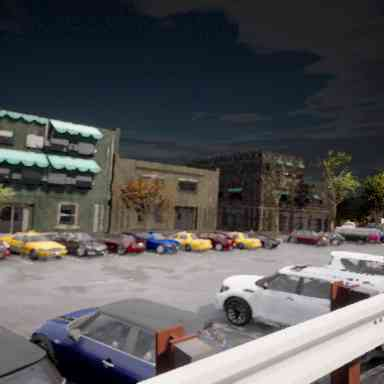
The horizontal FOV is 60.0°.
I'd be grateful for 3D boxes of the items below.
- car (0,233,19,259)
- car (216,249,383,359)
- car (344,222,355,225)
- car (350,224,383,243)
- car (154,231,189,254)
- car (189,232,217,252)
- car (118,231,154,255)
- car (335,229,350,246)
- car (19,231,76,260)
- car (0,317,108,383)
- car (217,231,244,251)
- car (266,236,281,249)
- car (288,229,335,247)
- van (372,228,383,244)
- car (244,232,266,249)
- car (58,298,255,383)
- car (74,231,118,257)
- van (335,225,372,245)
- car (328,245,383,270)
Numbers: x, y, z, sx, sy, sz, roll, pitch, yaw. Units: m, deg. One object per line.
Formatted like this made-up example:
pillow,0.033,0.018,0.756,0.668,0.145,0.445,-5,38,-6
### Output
car,-12.737,2.960,19.678,4.553,1.767,2.185,1,-4,34
car,3.500,3.390,10.473,5.566,2.045,2.435,3,-2,34
car,34.457,7.721,72.932,2.435,2.045,5.566,2,-2,36
car,25.647,6.167,47.244,5.566,2.045,2.435,1,-4,34
car,-3.141,3.919,26.542,5.008,1.535,2.097,1,-4,35
car,-0.898,4.122,28.370,5.366,1.575,1.946,1,-3,34
car,-5.560,3.740,24.834,4.792,1.488,2.163,1,-3,34
car,16.032,5.588,40.347,4.892,1.521,2.231,1,-3,34
car,-10.167,3.294,21.279,5.366,1.575,1.946,1,-4,34
car,-3.799,2.879,5.151,4.553,1.767,2.185,3,-2,34
car,1.658,4.336,29.999,5.008,1.535,2.097,1,-3,34
car,6.471,4.783,33.435,4.792,1.488,2.163,1,-4,34
car,13.613,5.253,38.643,4.553,1.767,2.185,1,-4,34
van,23.126,5.983,45.591,4.442,1.987,1.878,1,-3,34
car,3.893,4.539,31.818,5.366,1.575,1.946,1,-3,34
car,-1.352,3.092,6.920,4.553,1.767,2.185,3,-2,34
car,-7.934,3.503,23.098,4.892,1.521,2.231,1,-4,34
van,20.730,5.775,43.867,4.442,1.987,1.878,1,-3,34
car,8.444,3.818,13.964,5.566,2.045,2.435,3,-2,34
